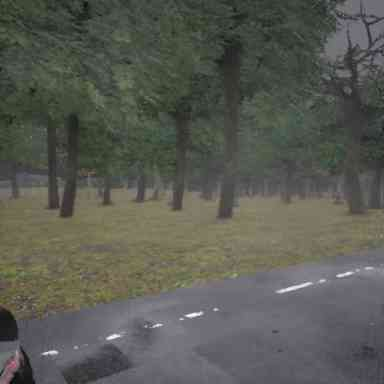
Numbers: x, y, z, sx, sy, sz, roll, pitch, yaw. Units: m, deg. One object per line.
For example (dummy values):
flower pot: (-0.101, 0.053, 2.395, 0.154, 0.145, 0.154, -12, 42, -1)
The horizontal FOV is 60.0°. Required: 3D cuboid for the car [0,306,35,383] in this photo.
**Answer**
car: (-3.433, 1.503, 1.542, 4.902, 1.511, 2.128, 0, 0, -36)
